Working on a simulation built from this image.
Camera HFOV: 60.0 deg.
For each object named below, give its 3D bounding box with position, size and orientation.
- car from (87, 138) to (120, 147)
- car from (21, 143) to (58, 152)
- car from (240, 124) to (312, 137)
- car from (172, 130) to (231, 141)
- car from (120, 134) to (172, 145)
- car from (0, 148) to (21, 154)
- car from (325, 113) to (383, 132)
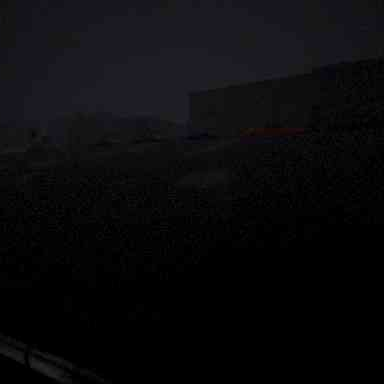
[{"bbox_3d":[-8.091,-4.429,32.156,4.892,1.521,2.231,2,1,34],"label":"car"},{"bbox_3d":[-17.107,-4.815,38.345,4.553,1.767,2.185,2,1,34],"label":"car"},{"bbox_3d":[5.797,-3.957,23.050,5.008,1.535,2.097,2,1,32],"label":"car"},{"bbox_3d":[1.097,-4.084,25.996,4.674,1.452,2.002,2,1,33],"label":"car"},{"bbox_3d":[-3.537,-4.286,29.040,4.892,1.521,2.231,2,1,34],"label":"car"},{"bbox_3d":[-21.637,-4.778,41.456,4.674,1.452,2.002,2,1,34],"label":"car"},{"bbox_3d":[10.541,-3.917,20.216,4.553,1.767,2.185,2,1,31],"label":"car"}]
